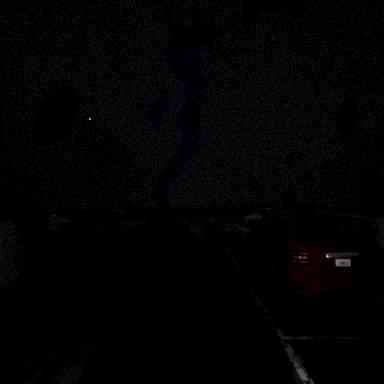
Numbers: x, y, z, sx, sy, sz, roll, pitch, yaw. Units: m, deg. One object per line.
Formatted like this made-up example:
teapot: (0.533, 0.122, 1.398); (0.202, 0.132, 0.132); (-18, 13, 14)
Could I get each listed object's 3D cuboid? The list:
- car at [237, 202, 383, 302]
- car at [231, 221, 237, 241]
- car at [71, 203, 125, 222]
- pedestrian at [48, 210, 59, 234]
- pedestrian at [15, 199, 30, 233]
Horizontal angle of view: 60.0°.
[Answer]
car: (2.634, 1.315, 8.186); (2.192, 1.841, 5.009); (0, 0, 0)
car: (2.633, 1.525, 13.902); (1.752, 1.417, 4.829); (0, 0, 0)
car: (-7.566, 1.627, 26.876); (4.181, 1.385, 1.994); (-1, 0, 0)
pedestrian: (-7.051, 1.478, 17.099); (0.375, 1.300, 0.375); (0, 0, 0)
pedestrian: (-9.015, 1.227, 17.683); (0.375, 1.860, 0.375); (0, 0, 0)
